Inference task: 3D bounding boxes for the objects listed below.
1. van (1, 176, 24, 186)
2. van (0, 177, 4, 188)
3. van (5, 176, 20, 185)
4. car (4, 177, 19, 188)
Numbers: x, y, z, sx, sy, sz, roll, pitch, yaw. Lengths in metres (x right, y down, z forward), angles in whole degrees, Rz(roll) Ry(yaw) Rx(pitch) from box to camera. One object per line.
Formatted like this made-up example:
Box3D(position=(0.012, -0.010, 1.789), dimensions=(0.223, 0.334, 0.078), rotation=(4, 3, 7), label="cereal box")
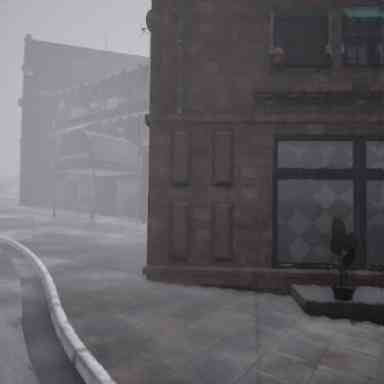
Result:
Box3D(position=(-42.213, -2.637, 78.337), dimensions=(4.442, 1.987, 1.878), rotation=(1, 3, -35), label="van")
Box3D(position=(-37.420, -1.617, 60.732), dimensions=(4.442, 1.987, 1.878), rotation=(1, 3, -35), label="van")
Box3D(position=(-40.431, -2.293, 72.611), dimensions=(4.442, 1.987, 1.878), rotation=(1, 3, -35), label="van")
Box3D(position=(-39.740, -1.899, 69.613), dimensions=(4.892, 1.521, 2.231), rotation=(1, 3, -35), label="car")
